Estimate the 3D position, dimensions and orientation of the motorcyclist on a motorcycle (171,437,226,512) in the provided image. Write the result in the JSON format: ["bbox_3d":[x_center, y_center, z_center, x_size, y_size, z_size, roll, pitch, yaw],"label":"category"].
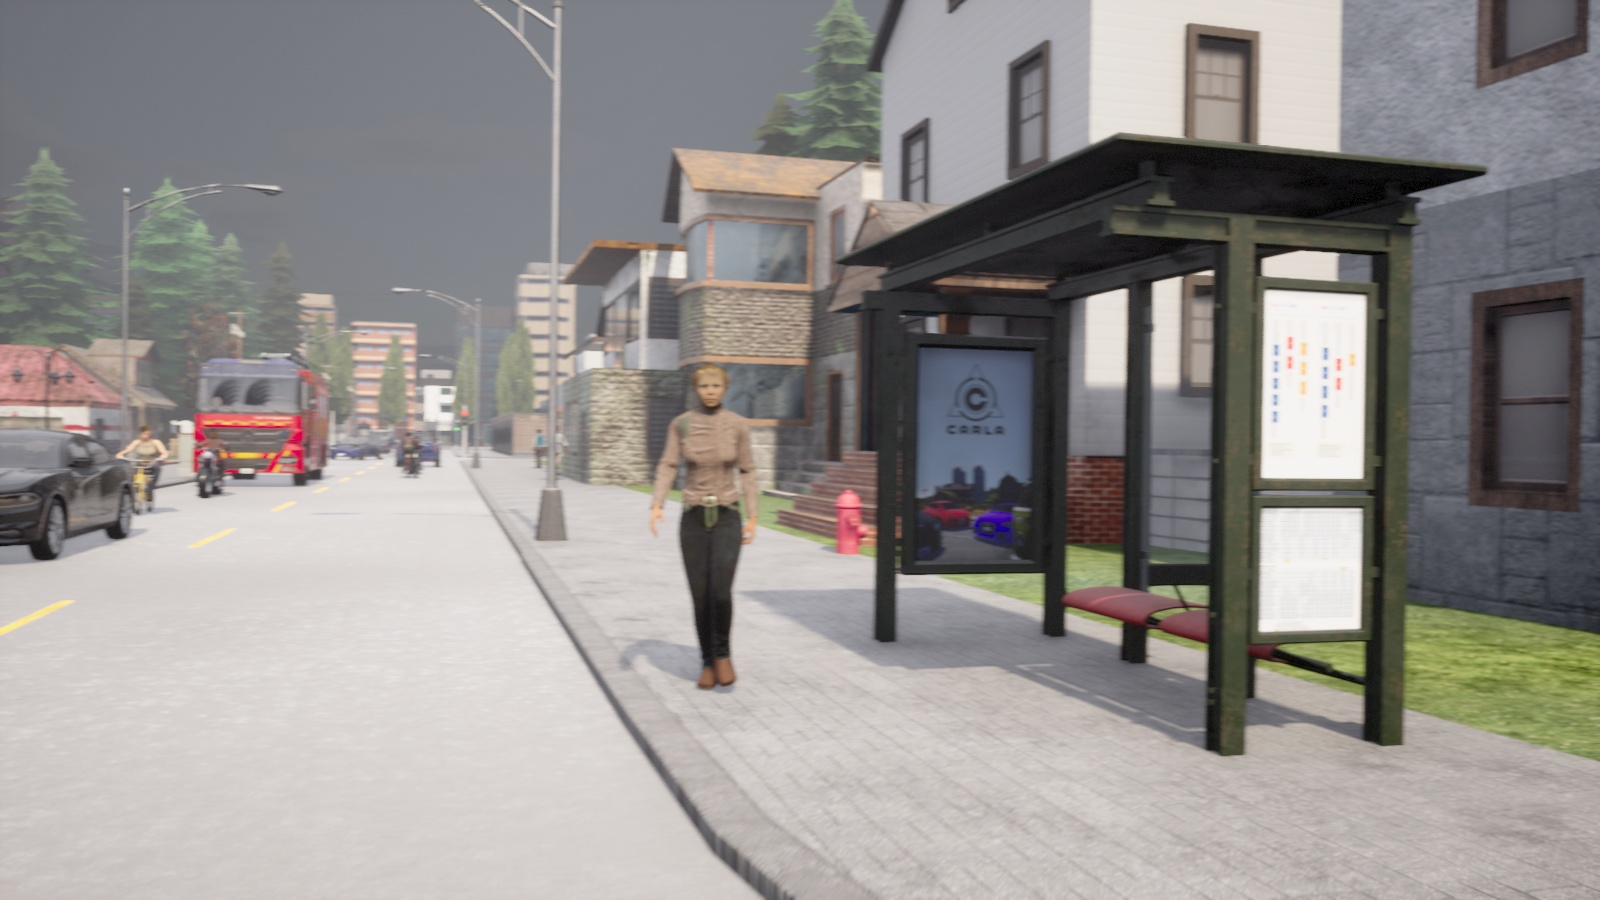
[{"bbox_3d":[-13.839,0.536,28.964,0.766,1.649,2.350,0,1,-16],"label":"motorcyclist on a motorcycle"}]

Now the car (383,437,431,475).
[{"bbox_3d":[-18.996,0.244,60.819,2.097,1.767,4.553,0,0,-17],"label":"car"}]

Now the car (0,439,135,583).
[{"bbox_3d":[-9.904,0.641,15.587,1.882,1.535,5.008,0,0,-16],"label":"car"}]

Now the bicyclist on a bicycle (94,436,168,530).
[{"bbox_3d":[-11.914,0.560,22.403,0.866,1.612,1.509,0,0,-16],"label":"bicyclist on a bicycle"}]

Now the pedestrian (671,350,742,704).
[{"bbox_3d":[-0.502,0.400,6.855,0.331,1.846,0.634,0,0,0],"label":"pedestrian"}]

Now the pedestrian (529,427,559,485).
[{"bbox_3d":[-8.286,0.196,40.658,0.874,1.855,0.900,0,0,-16],"label":"pedestrian"}]

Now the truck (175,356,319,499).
[{"bbox_3d":[-16.507,-0.632,38.049,2.891,3.827,8.468,0,0,-16],"label":"truck"}]

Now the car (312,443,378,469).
[{"bbox_3d":[-27.032,0.318,74.780,2.163,1.488,4.792,0,0,1],"label":"car"}]

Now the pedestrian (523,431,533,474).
[{"bbox_3d":[-12.074,0.106,55.775,0.396,1.930,0.692,0,0,-16],"label":"pedestrian"}]
